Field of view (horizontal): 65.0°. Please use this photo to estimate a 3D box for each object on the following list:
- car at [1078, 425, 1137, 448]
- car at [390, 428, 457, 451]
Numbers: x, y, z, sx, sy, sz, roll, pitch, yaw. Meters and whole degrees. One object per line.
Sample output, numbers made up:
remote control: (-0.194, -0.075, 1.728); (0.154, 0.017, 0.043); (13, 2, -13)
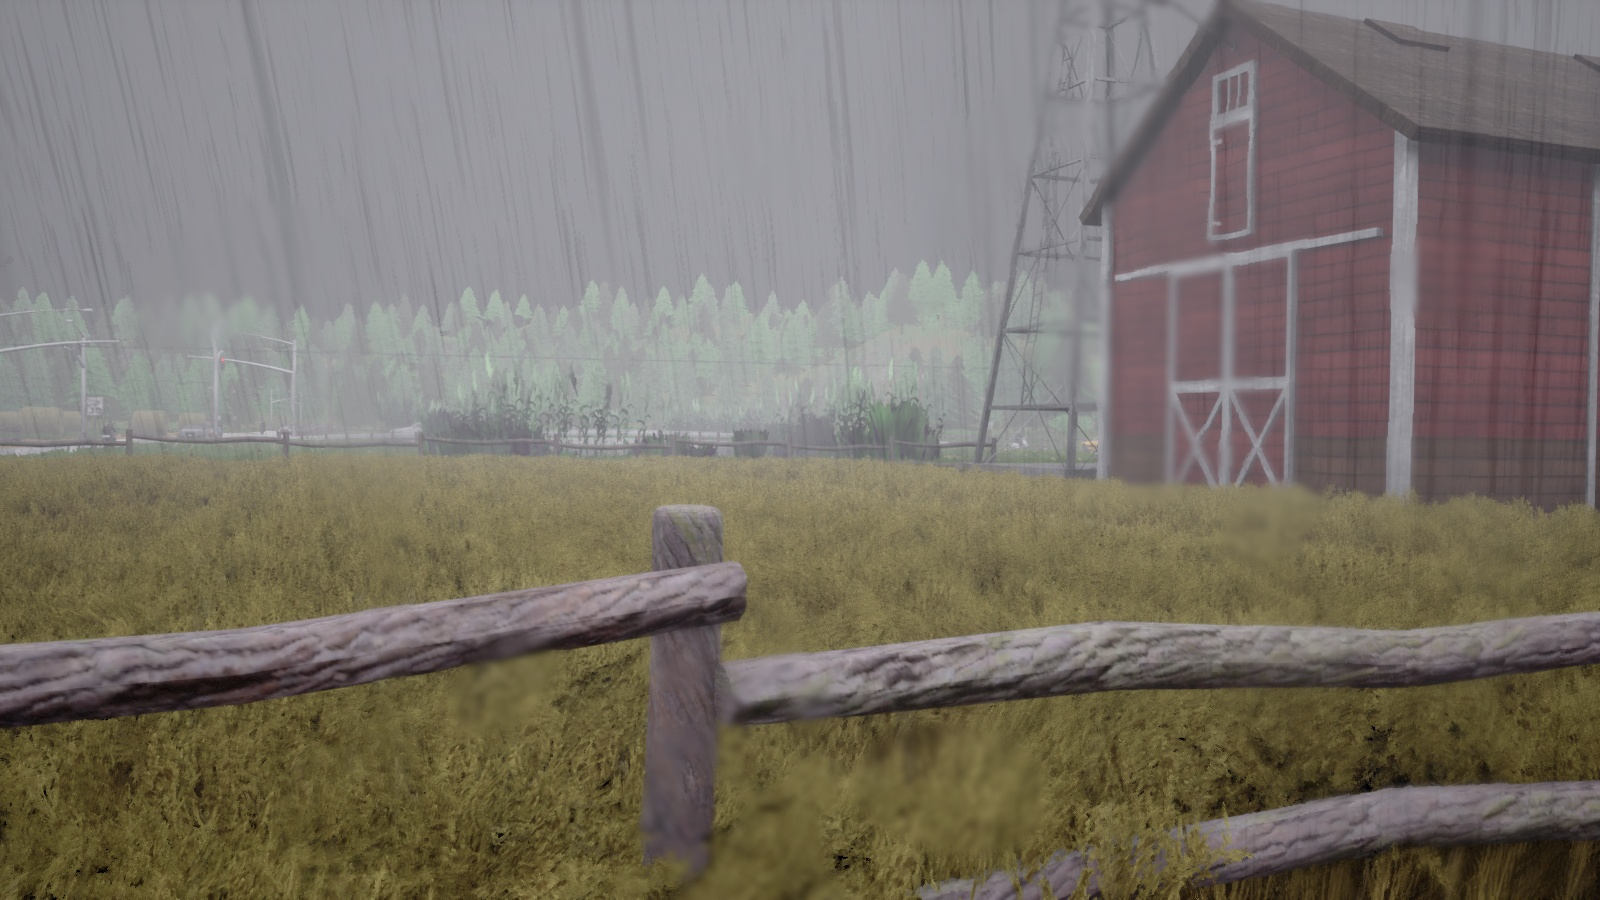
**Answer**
car: (22.434, -0.985, 91.913); (1.801, 1.575, 5.366); (-1, 1, -15)
car: (-28.051, -0.771, 93.742); (4.674, 1.442, 1.812); (-4, 2, -15)
